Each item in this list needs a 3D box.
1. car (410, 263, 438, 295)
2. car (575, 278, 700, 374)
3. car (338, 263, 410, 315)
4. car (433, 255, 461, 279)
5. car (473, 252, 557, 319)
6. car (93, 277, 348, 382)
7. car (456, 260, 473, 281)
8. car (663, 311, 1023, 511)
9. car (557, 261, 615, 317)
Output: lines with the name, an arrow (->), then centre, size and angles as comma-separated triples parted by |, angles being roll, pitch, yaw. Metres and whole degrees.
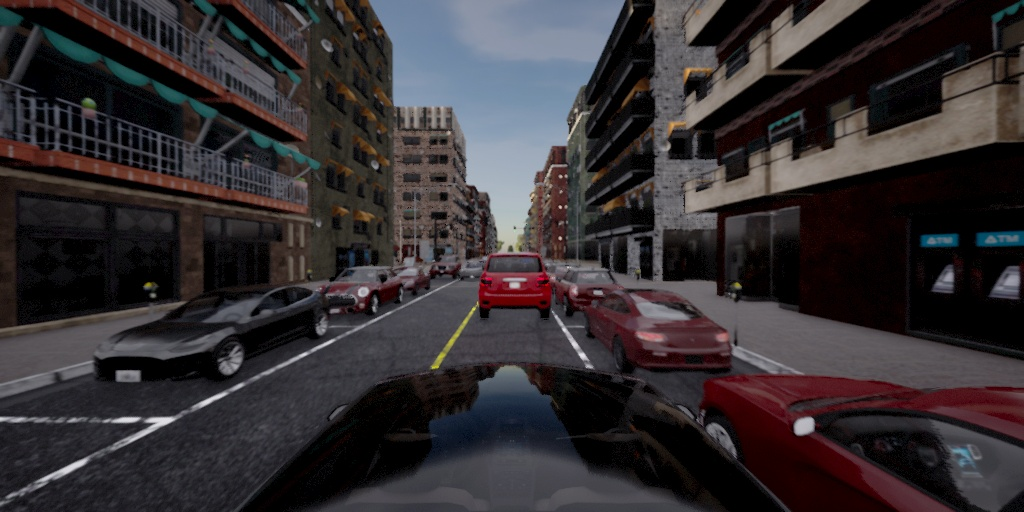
car -> -5.292, 1.198, 18.333 | 1.802, 1.307, 4.207 | 0, 0, 0
car -> 2.573, 1.289, 7.133 | 1.802, 1.307, 4.207 | 0, 0, 0
car -> -5.300, 1.101, 12.738 | 1.967, 1.591, 4.097 | 0, 0, 0
car -> -5.276, 0.839, 29.521 | 2.192, 1.841, 5.009 | 0, 0, 0
car -> 0.093, 0.884, 12.544 | 2.150, 2.045, 5.566 | 0, 0, 0
car -> -5.307, 1.272, 7.144 | 1.948, 1.339, 4.313 | 0, 0, 0
car -> -2.796, 1.143, 27.419 | 1.895, 1.301, 4.718 | 0, 0, 0
car -> 2.565, 1.297, 1.539 | 1.888, 1.381, 4.507 | 0, 0, 0
car -> 2.581, 1.101, 12.727 | 1.967, 1.591, 4.097 | 0, 0, 0
